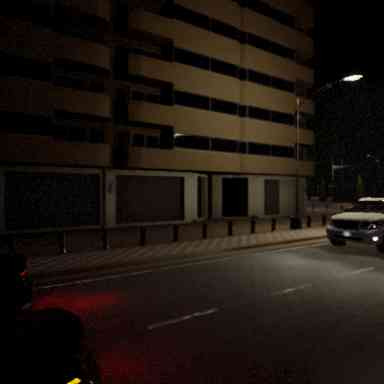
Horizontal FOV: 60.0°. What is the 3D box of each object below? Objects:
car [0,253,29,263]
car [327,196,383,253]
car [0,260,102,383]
[{"bbox_3d":[-4.967,1.508,4.742,4.892,1.490,1.837,1,0,-35],"label":"car"},{"bbox_3d":[8.005,1.216,13.926,5.566,2.045,2.150,0,0,-35],"label":"car"},{"bbox_3d":[-2.900,1.527,1.913,4.674,1.442,1.812,0,0,-35],"label":"car"}]
